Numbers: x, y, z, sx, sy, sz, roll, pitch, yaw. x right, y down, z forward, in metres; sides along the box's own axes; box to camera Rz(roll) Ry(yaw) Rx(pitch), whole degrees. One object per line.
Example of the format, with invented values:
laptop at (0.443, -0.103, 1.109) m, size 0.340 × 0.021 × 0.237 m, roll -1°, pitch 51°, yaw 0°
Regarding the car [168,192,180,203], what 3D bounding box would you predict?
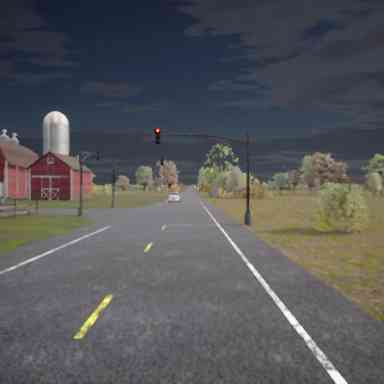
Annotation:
car at (-3.497, 1.007, 65.458) m, size 2.150 × 2.045 × 5.566 m, roll 0°, pitch 1°, yaw 0°
